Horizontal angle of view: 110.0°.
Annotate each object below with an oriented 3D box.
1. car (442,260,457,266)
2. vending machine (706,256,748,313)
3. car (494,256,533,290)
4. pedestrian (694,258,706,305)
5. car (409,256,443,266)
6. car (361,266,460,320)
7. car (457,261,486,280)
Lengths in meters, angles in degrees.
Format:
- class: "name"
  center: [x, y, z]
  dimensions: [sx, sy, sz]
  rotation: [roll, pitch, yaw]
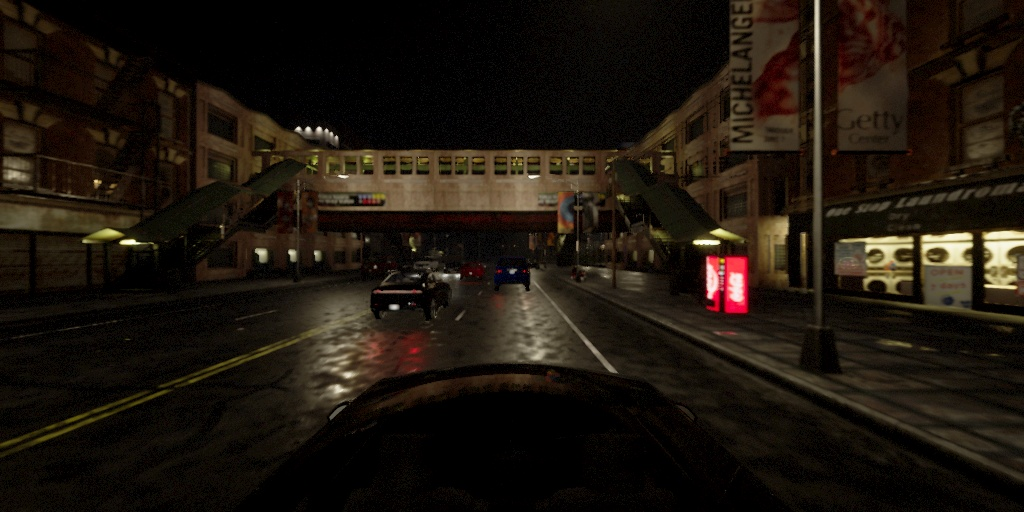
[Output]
- class: "car"
  center: [-7.014, 1.365, 43.210]
  dimensions: [1.812, 1.442, 4.674]
  rotation: [0, 0, 1]
- class: "vending machine"
  center: [7.391, 0.970, 12.374]
  dimensions: [1.100, 2.100, 0.880]
  rotation: [0, 0, 0]
- class: "car"
  center: [0.023, 1.048, 23.222]
  dimensions: [2.150, 2.045, 5.566]
  rotation: [0, 0, 0]
- class: "pedestrian"
  center: [7.185, 0.919, 13.430]
  dimensions: [0.375, 1.860, 0.375]
  rotation: [0, 0, 0]
- class: "car"
  center: [-10.501, 1.064, 44.212]
  dimensions: [2.150, 2.045, 5.566]
  rotation: [0, 0, 1]
- class: "car"
  center: [-3.392, 1.265, 12.746]
  dimensions: [2.128, 1.511, 4.902]
  rotation: [0, 0, 0]
- class: "car"
  center: [-3.392, 1.293, 31.842]
  dimensions: [1.882, 1.535, 5.008]
  rotation: [0, 0, 0]
